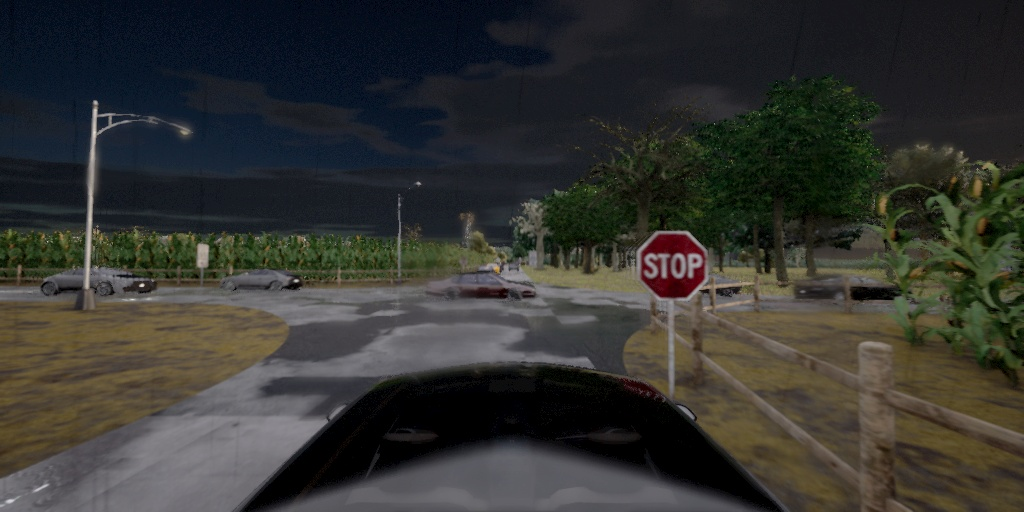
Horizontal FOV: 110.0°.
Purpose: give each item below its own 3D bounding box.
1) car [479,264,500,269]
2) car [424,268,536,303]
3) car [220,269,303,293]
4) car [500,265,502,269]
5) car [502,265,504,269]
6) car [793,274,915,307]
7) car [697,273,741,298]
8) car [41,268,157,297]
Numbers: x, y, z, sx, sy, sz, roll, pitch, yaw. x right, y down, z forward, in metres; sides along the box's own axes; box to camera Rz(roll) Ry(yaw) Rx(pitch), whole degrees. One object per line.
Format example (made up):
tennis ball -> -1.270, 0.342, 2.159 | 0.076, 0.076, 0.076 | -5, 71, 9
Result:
car -> -2.766, 1.752, 38.121 | 2.033, 1.411, 5.357 | 0, -1, 1
car -> -1.510, 1.502, 17.711 | 5.357, 1.411, 2.033 | 1, 0, 0
car -> -14.904, 1.439, 21.488 | 4.181, 1.385, 1.994 | 1, -2, 0
car -> -2.672, 1.809, 48.186 | 1.882, 1.535, 5.008 | 0, -1, 1
car -> -2.553, 2.003, 58.002 | 2.033, 1.411, 5.357 | 0, -1, 1
car -> 16.824, 1.657, 17.732 | 5.008, 1.535, 1.882 | 1, -2, 0
car -> 11.242, 1.750, 21.738 | 4.674, 1.442, 1.812 | 1, -2, 5
car -> -20.363, 1.269, 17.804 | 4.181, 1.385, 1.994 | 0, -2, 0
